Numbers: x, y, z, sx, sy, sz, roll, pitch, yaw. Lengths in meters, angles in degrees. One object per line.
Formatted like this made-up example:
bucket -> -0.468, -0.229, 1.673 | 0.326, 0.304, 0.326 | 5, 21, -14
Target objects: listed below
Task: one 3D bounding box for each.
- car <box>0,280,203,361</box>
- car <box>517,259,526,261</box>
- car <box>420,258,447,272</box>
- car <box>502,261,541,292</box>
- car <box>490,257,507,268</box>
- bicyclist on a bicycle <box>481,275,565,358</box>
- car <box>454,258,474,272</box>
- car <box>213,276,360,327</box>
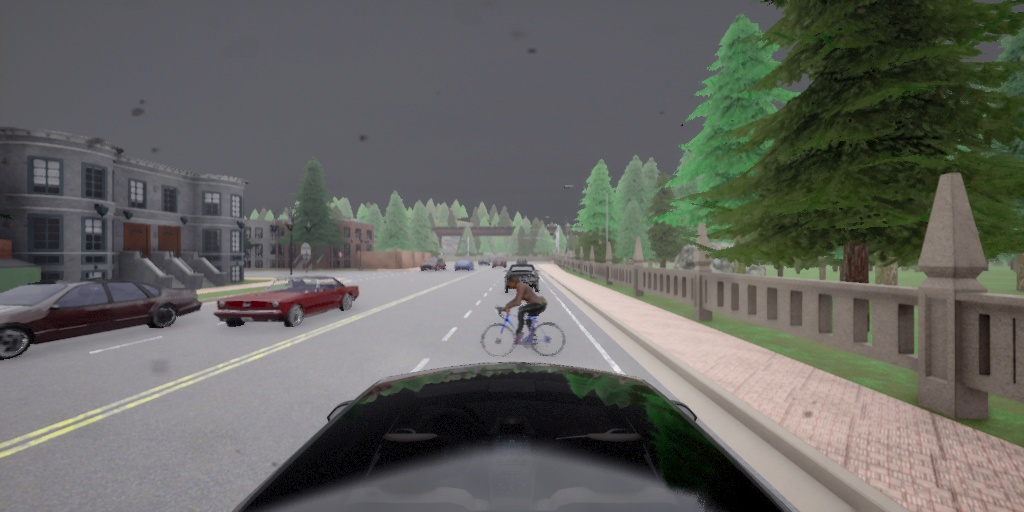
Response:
car -> -10.438, 1.285, 8.524 | 2.033, 1.411, 5.357 | 0, 0, 2
car -> 1.612, 1.154, 58.574 | 1.837, 1.490, 4.892 | 0, 0, 2
car -> -9.916, 1.024, 45.414 | 2.097, 1.767, 4.553 | 0, 0, 8
car -> 0.585, 1.221, 20.866 | 1.837, 1.490, 4.892 | 0, 0, 2
car -> -1.913, 1.003, 57.730 | 2.097, 1.767, 4.553 | 0, 0, 2
bicyclist on a bicycle -> 0.206, 1.187, 7.003 | 1.656, 1.620, 0.582 | -2, 0, 2
car -> -5.951, 1.151, 44.934 | 1.882, 1.535, 5.008 | 0, 0, 2
car -> -6.842, 1.333, 11.545 | 1.895, 1.301, 4.718 | 0, 0, 2
